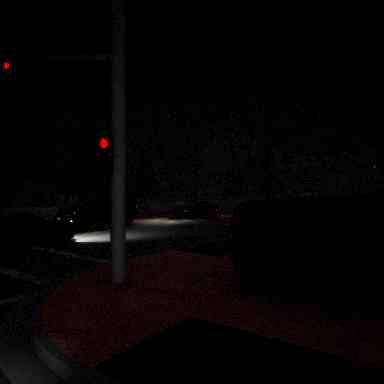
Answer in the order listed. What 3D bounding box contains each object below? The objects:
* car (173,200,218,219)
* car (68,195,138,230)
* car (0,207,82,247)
[{"bbox_3d":[0.386,1.477,29.401,1.882,1.535,5.008,0,0,39],"label":"car"},{"bbox_3d":[-5.979,1.221,21.385,2.150,2.045,5.566,0,0,38],"label":"car"},{"bbox_3d":[-7.203,1.563,14.035,1.994,1.385,4.181,0,0,43],"label":"car"}]
